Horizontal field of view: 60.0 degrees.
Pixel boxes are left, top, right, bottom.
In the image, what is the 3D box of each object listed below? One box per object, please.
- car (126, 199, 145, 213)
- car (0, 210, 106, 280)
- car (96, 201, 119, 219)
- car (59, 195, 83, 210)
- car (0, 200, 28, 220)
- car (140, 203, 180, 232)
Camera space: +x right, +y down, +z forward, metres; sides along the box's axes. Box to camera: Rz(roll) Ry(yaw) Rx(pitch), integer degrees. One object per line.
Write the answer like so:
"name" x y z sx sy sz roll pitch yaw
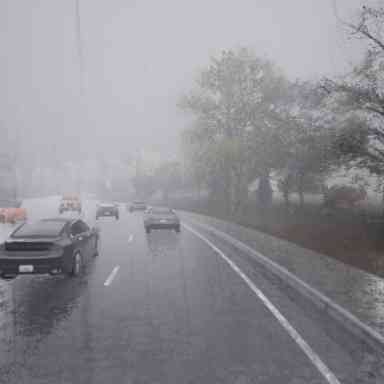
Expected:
"car" -6.343 1.509 37.690 2.128 1.511 4.902 0 0 -18
"car" -4.049 1.517 10.094 1.837 1.490 4.892 0 0 -5
"car" -7.386 1.544 29.007 1.812 1.442 4.674 0 0 -14
"car" -13.232 1.302 36.352 2.150 2.045 5.566 0 0 -19
"car" -13.632 1.382 24.323 2.097 1.767 4.553 0 0 -13
"car" -1.905 1.570 20.145 1.994 1.385 4.181 0 0 -10
